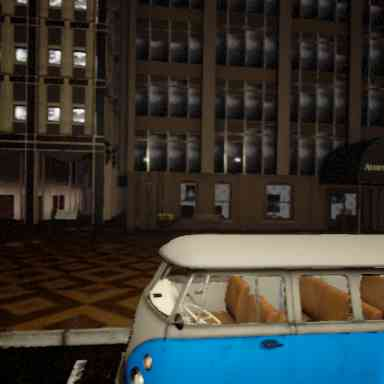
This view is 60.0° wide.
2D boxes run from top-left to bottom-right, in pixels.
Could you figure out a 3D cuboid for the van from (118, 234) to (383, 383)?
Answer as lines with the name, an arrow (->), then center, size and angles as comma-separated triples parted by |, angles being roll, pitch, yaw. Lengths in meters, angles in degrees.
van -> 1.379, 1.351, 3.389 | 3.998, 1.788, 1.690 | 1, 0, -7
